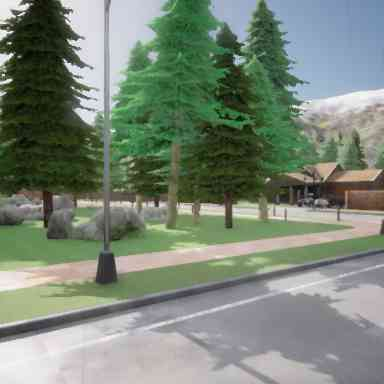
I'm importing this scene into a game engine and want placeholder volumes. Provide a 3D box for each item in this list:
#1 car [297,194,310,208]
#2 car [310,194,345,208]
[{"bbox_3d":[16.010,1.159,44.799,3.866,1.878,1.905,0,0,-37],"label":"car"},{"bbox_3d":[17.828,1.157,43.019,4.605,1.855,1.932,0,0,-37],"label":"car"}]
